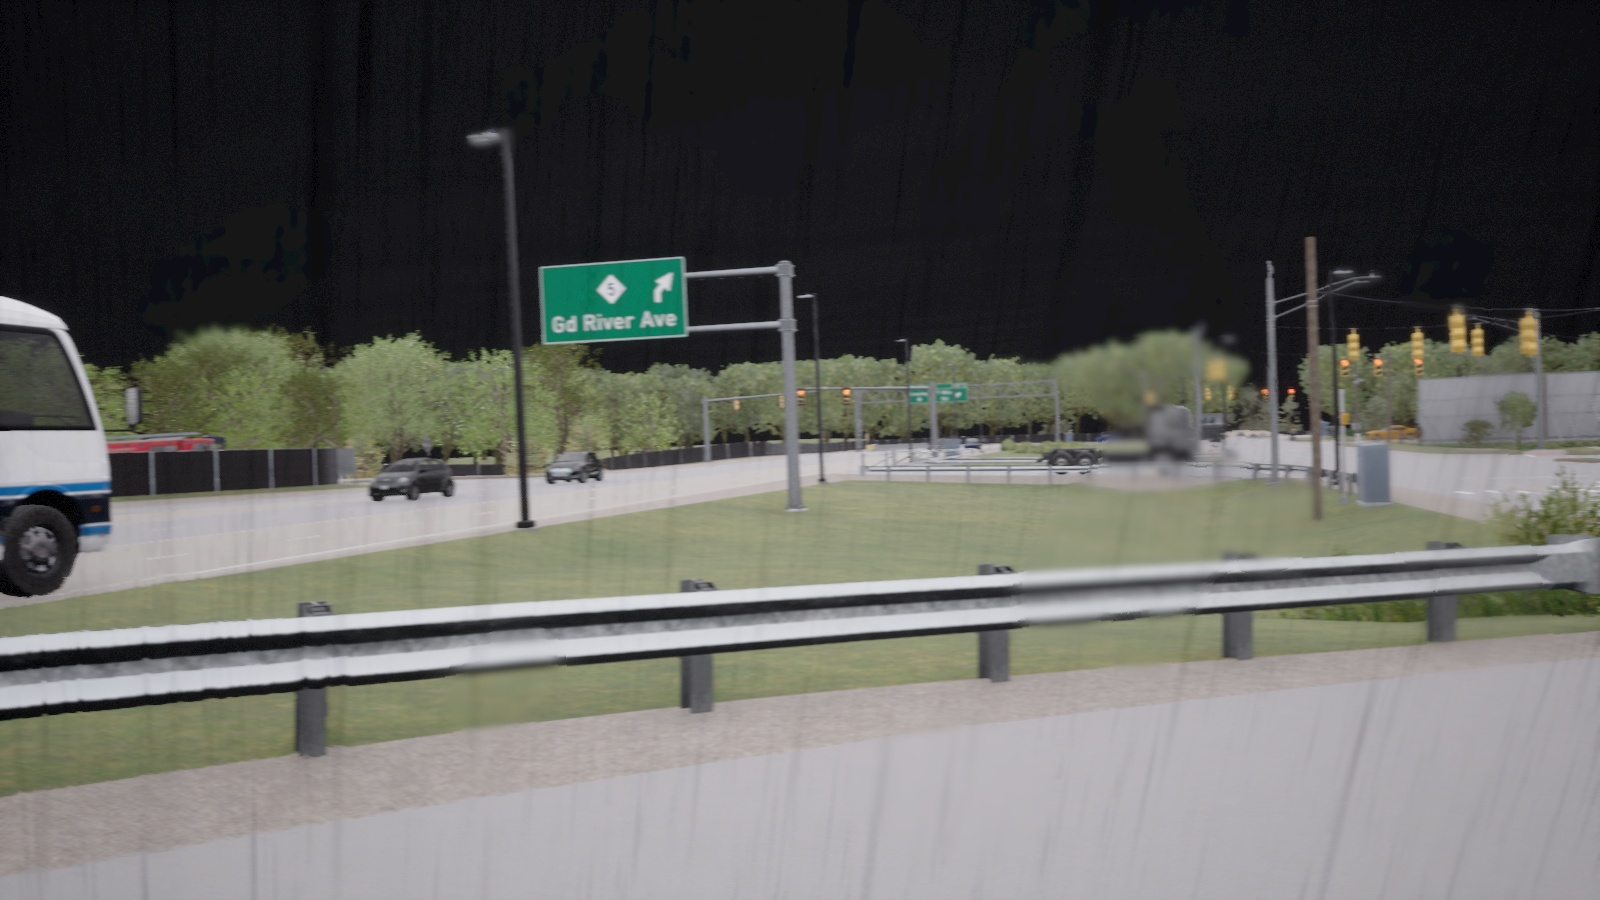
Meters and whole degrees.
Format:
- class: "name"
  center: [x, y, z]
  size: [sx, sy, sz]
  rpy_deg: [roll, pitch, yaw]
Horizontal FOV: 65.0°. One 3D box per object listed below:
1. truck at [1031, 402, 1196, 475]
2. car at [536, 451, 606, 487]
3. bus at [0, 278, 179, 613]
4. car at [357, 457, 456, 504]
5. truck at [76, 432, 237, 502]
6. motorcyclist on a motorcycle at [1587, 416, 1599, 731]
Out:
- class: "truck"
  center: [15.995, -0.579, 64.303]
  size: [7.936, 3.462, 2.891]
  rpy_deg: [-1, 1, 14]
- class: "car"
  center: [-11.672, 0.924, 64.352]
  size: [2.033, 1.649, 4.856]
  rpy_deg: [-2, 0, 8]
- class: "bus"
  center: [-12.558, 0.042, 14.409]
  size: [3.944, 4.253, 10.273]
  rpy_deg: [-2, 0, 13]
- class: "car"
  center: [-15.259, 1.160, 48.921]
  size: [1.851, 1.617, 3.988]
  rpy_deg: [-2, 0, 13]
- class: "truck"
  center: [-40.962, 1.065, 80.217]
  size: [8.468, 3.827, 2.891]
  rpy_deg: [-4, 0, -8]
- class: "motorcyclist on a motorcycle"
  center: [5.398, 0.643, 6.796]
  size: [2.350, 1.649, 0.766]
  rpy_deg: [-1, 1, -25]
